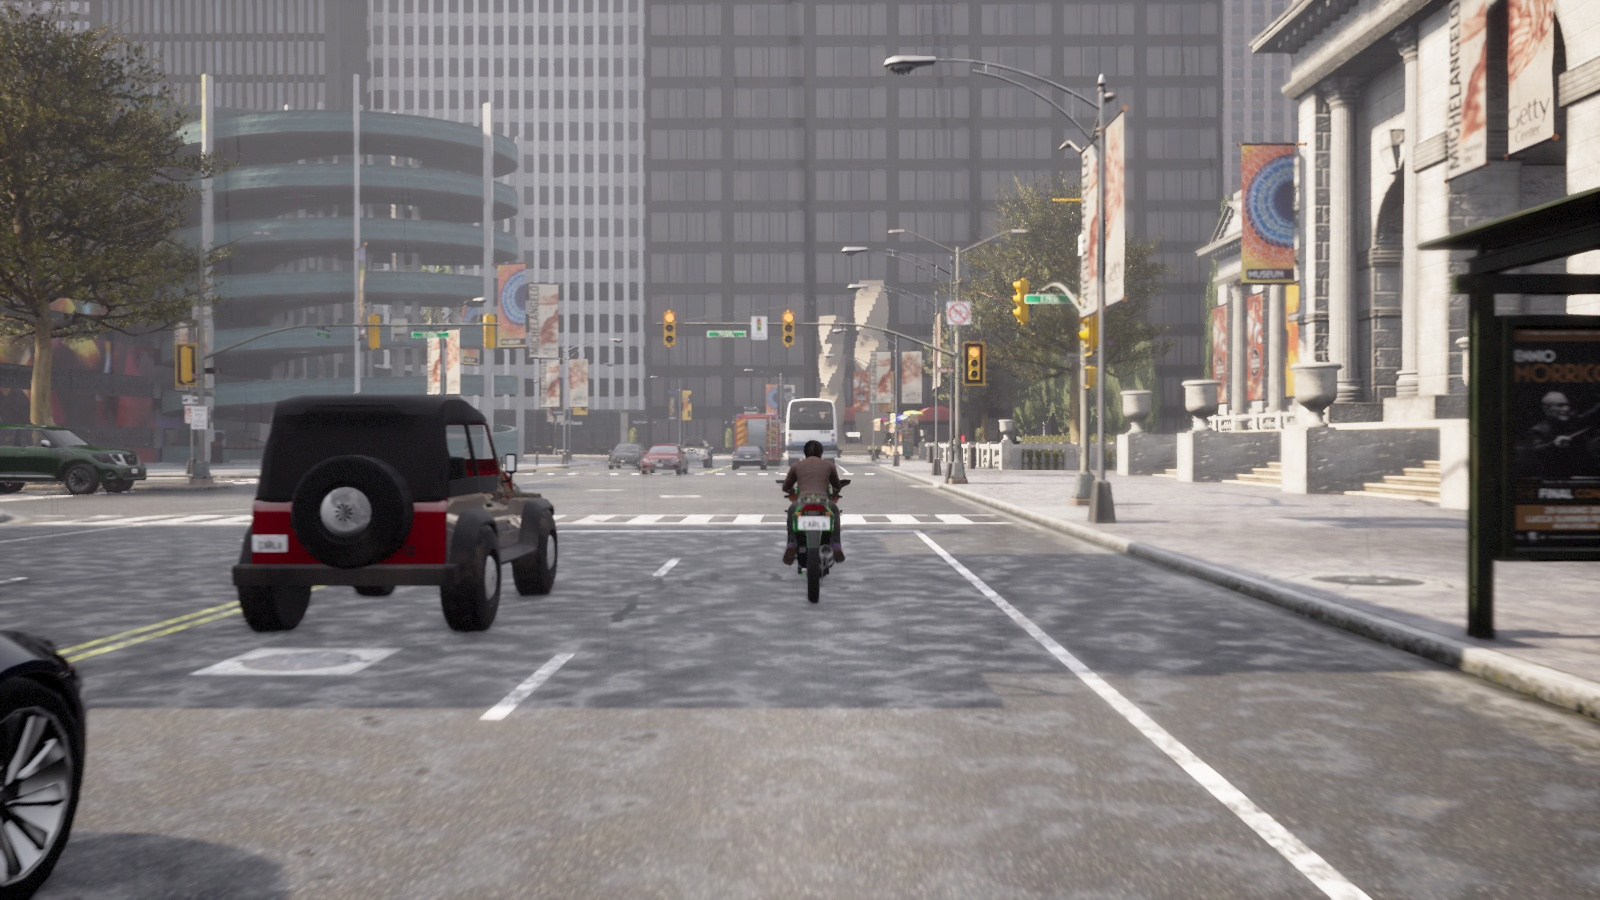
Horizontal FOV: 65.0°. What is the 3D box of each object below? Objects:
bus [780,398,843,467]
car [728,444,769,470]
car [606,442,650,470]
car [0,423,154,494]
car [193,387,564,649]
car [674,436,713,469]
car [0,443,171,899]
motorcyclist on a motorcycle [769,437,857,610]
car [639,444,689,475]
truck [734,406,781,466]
[{"bbox_3d":[0.738,-1.109,83.453,3.944,4.253,10.273,0,0,0],"label":"bus"},{"bbox_3d":[-2.838,0.386,70.548,2.033,1.411,5.357,0,0,0],"label":"car"},{"bbox_3d":[-9.826,0.327,71.994,1.837,1.490,4.892,0,1,0],"label":"car"},{"bbox_3d":[-22.308,0.234,36.907,5.566,2.045,2.150,0,0,0],"label":"car"},{"bbox_3d":[-3.385,0.477,10.936,1.905,1.878,3.866,0,0,1],"label":"car"},{"bbox_3d":[-6.309,0.129,74.656,1.932,1.855,4.605,0,0,0],"label":"car"},{"bbox_3d":[-3.460,0.730,2.317,2.163,1.488,4.792,0,0,0],"label":"car"},{"bbox_3d":[0.128,0.660,12.425,0.797,1.523,2.044,0,2,1],"label":"motorcyclist on a motorcycle"},{"bbox_3d":[-6.433,0.423,59.762,1.812,1.442,4.674,0,0,1],"label":"car"},{"bbox_3d":[-2.774,-0.909,85.017,2.891,3.827,8.468,0,0,0],"label":"truck"}]
